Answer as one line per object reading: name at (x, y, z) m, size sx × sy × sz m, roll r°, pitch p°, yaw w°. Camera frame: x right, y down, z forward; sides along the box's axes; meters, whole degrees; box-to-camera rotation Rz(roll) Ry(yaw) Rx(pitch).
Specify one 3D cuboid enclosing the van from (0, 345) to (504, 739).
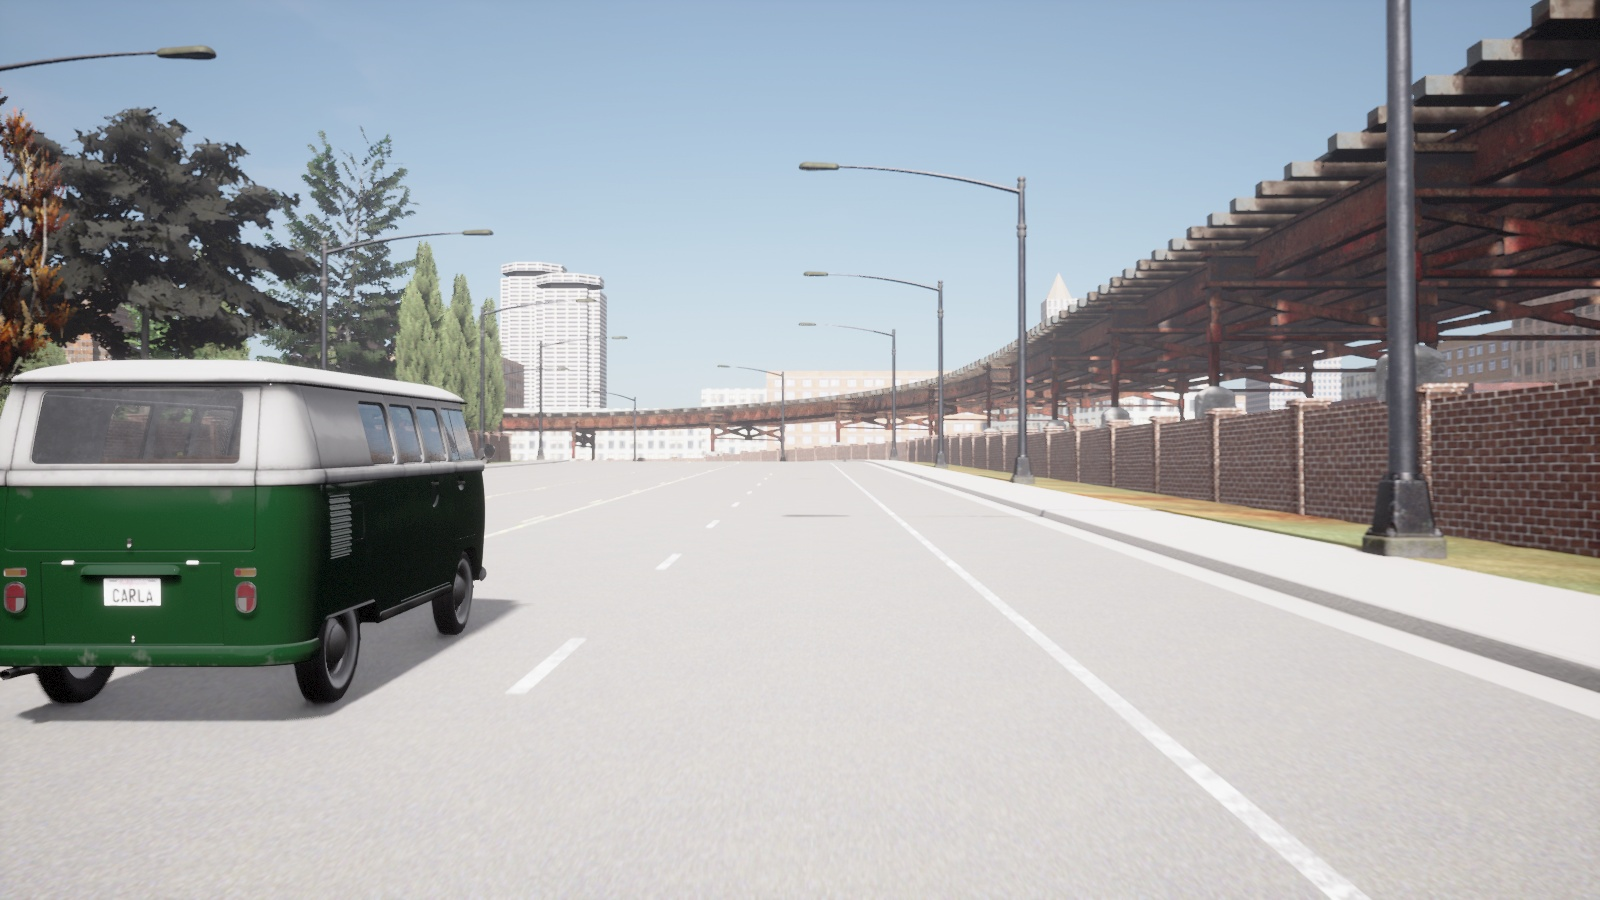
van at (-3.434, 0.450, 8.550) m, size 1.775 × 1.987 × 4.442 m, roll 0°, pitch 0°, yaw 0°
